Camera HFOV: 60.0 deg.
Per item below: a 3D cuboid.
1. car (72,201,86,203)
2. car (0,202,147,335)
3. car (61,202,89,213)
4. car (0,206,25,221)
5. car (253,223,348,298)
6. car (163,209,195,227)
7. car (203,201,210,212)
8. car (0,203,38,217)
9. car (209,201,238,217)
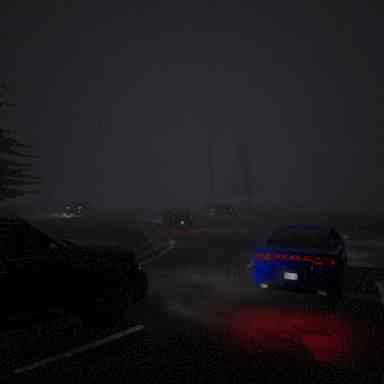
[{"bbox_3d":[-14.652,2.056,43.861,2.097,1.767,4.553,-1,-1,7],"label":"car"},{"bbox_3d":[-3.445,1.327,5.329,5.566,2.045,2.150,0,0,-40],"label":"car"},{"bbox_3d":[-17.462,2.301,49.921,2.128,1.511,4.902,-1,-1,5],"label":"car"},{"bbox_3d":[-19.813,2.196,34.755,1.994,1.385,4.181,-1,-1,16],"label":"car"},{"bbox_3d":[3.069,1.572,8.957,1.882,1.535,5.008,0,-1,26],"label":"car"},{"bbox_3d":[-1.165,1.956,26.144,1.895,1.301,4.718,0,-1,-13],"label":"car"},{"bbox_3d":[2.735,2.111,48.026,1.837,1.490,4.892,0,0,-5],"label":"car"},{"bbox_3d":[-21.940,2.226,42.282,1.882,1.535,5.008,0,-1,9],"label":"car"},{"bbox_3d":[3.813,2.013,38.004,2.033,1.411,5.357,0,-1,-8],"label":"car"}]
